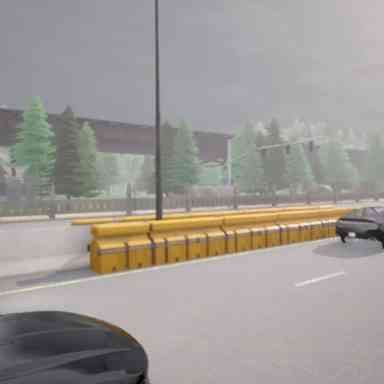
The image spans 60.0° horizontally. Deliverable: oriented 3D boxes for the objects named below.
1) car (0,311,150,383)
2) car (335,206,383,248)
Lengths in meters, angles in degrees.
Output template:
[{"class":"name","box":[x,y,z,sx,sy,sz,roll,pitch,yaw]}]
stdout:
[{"class":"car","box":[-2.612,1.490,1.883,5.008,1.535,1.882,-1,0,-36]},{"class":"car","box":[7.872,1.331,13.664,4.902,1.511,2.128,-1,0,-36]}]
